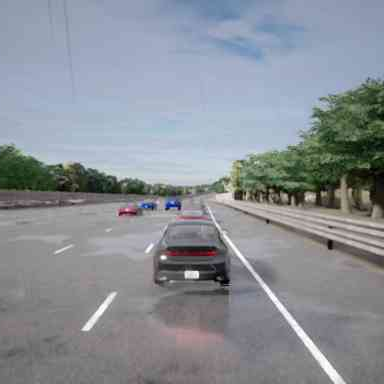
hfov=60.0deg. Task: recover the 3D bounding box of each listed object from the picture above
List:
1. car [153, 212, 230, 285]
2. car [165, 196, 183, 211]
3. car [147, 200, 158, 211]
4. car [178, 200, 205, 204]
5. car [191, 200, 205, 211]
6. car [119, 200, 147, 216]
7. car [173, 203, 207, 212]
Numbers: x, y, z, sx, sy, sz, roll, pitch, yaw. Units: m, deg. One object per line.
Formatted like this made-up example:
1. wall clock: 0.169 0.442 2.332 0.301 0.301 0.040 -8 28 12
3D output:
1. car: -0.004 1.552 9.575 1.837 1.490 4.892 0 -1 0
2. car: -2.583 1.596 47.710 2.150 2.045 5.566 0 -1 1
3. car: -6.090 1.863 47.629 1.882 1.535 5.008 0 -1 2
4. car: 0.134 1.643 26.557 1.837 1.490 4.892 0 0 1
5. car: 0.917 1.892 47.812 1.812 1.442 4.674 0 -1 2
6. car: -6.512 1.819 35.866 1.994 1.385 4.181 0 -1 2
7. car: 0.031 1.622 19.537 1.812 1.442 4.674 0 0 0
